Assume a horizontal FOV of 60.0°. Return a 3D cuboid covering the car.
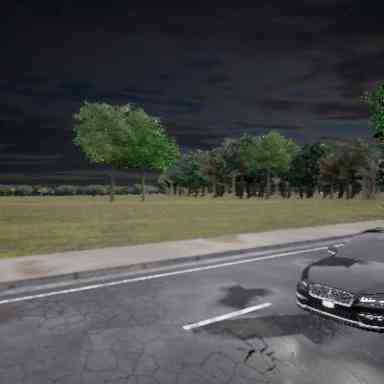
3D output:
[{"bbox_3d":[4.110,1.504,6.625,4.892,1.490,1.837,0,0,-36],"label":"car"}]
